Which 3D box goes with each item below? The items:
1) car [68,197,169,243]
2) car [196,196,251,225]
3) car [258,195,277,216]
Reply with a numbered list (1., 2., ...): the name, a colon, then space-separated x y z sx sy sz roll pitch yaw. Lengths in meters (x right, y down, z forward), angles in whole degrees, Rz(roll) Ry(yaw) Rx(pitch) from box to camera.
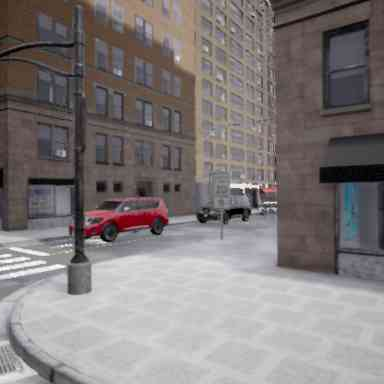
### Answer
1. car: -3.532 1.293 17.158 2.150 2.045 5.566 0 0 36
2. car: 2.562 1.313 25.628 2.150 2.045 5.566 0 0 36
3. car: 8.811 1.337 34.288 2.150 2.045 5.566 0 0 36
